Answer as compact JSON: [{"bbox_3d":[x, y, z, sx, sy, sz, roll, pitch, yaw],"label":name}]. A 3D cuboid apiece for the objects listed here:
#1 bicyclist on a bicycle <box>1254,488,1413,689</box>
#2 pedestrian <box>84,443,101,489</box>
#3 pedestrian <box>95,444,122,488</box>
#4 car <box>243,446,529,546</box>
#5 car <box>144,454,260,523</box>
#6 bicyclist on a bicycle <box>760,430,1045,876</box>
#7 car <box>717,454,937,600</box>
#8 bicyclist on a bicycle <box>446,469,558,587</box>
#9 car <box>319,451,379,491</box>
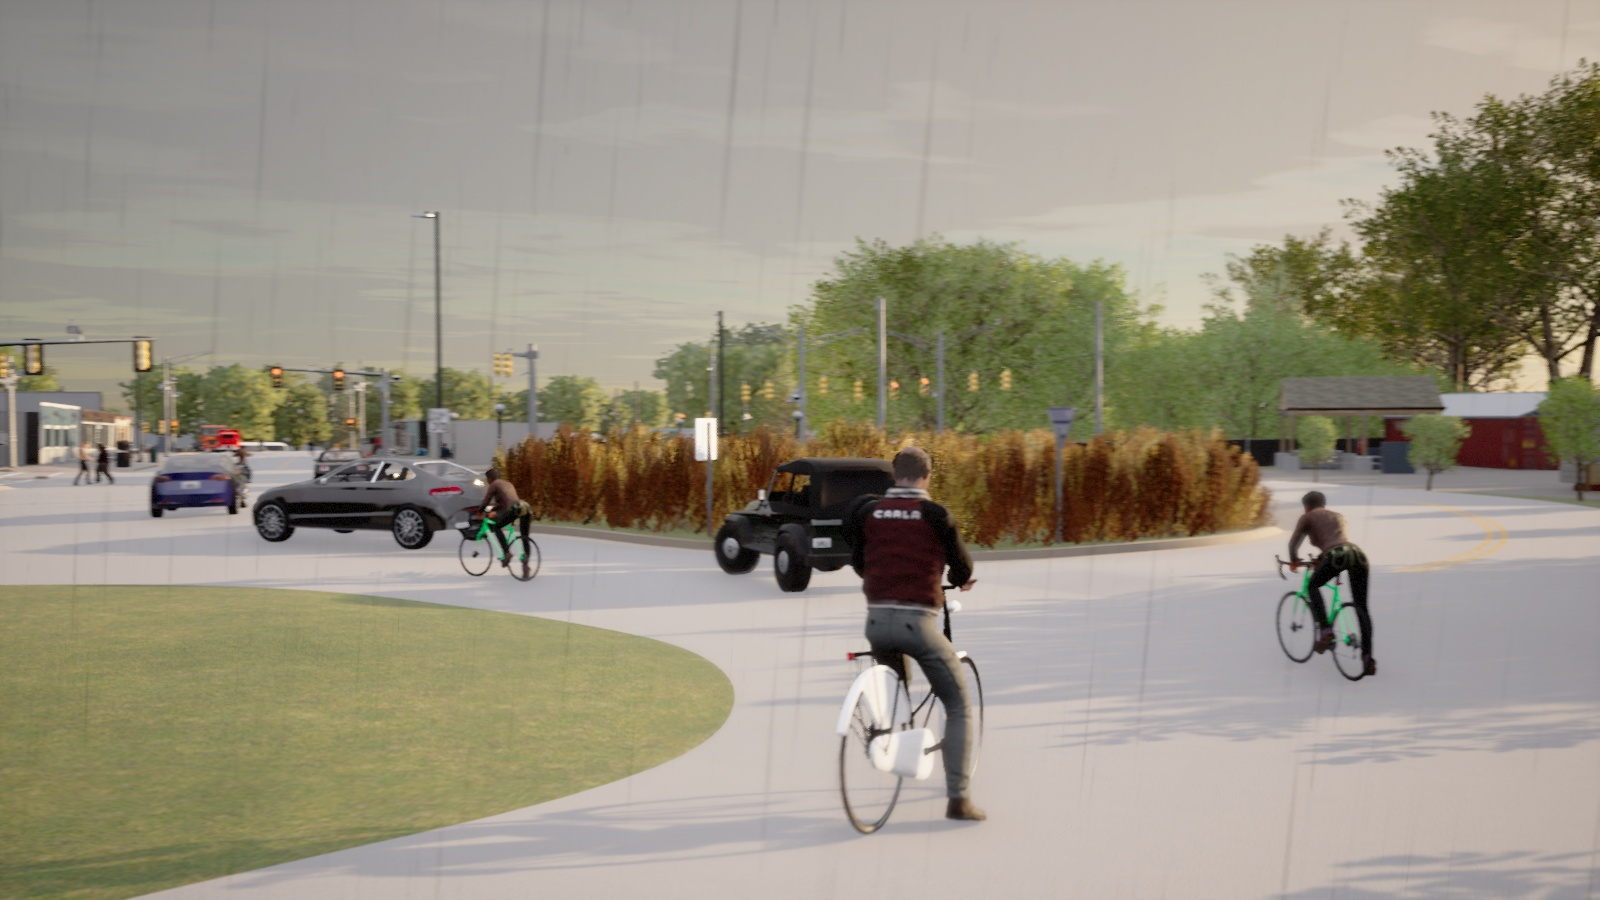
[{"bbox_3d":[4.694,1.165,11.162,0.582,1.620,1.656,0,-1,-5],"label":"bicyclist on a bicycle"},{"bbox_3d":[-29.025,0.652,51.522,0.594,1.836,0.345,-1,2,-29],"label":"pedestrian"},{"bbox_3d":[-29.418,0.661,53.411,0.899,1.844,0.634,-1,2,-24],"label":"pedestrian"},{"bbox_3d":[-7.931,0.804,24.067,5.027,1.651,2.152,1,2,24],"label":"car"},{"bbox_3d":[-14.989,0.899,31.729,2.163,1.488,4.792,-2,1,-20],"label":"car"},{"bbox_3d":[0.570,0.870,6.012,0.659,1.776,1.843,-1,-4,28],"label":"bicyclist on a bicycle"},{"bbox_3d":[0.281,1.027,18.790,1.905,1.878,3.866,0,1,-22],"label":"car"},{"bbox_3d":[-4.382,1.115,18.431,1.656,1.620,0.582,1,1,32],"label":"bicyclist on a bicycle"},{"bbox_3d":[-16.178,0.710,44.952,1.895,1.301,4.718,-1,1,-21],"label":"car"}]
